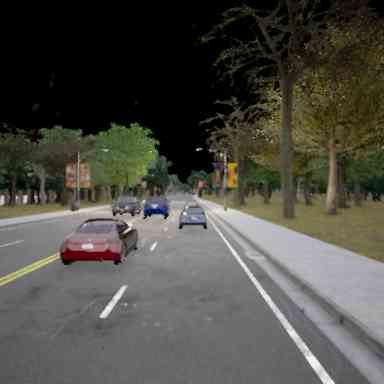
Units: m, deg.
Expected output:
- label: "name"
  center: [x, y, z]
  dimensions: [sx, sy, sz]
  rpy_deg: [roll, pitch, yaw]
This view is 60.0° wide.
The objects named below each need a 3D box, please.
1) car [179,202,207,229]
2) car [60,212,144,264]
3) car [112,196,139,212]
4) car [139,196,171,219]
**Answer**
- label: "car"
  center: [0.060, 1.683, 22.925]
  dimensions: [2.033, 1.411, 5.357]
  rpy_deg: [0, 0, 0]
- label: "car"
  center: [-3.161, 1.634, 12.095]
  dimensions: [1.994, 1.385, 4.181]
  rpy_deg: [0, 0, 0]
- label: "car"
  center: [-6.593, 1.423, 34.025]
  dimensions: [2.150, 2.045, 5.566]
  rpy_deg: [0, 0, 0]
- label: "car"
  center: [-3.230, 1.410, 31.284]
  dimensions: [2.150, 2.045, 5.566]
  rpy_deg: [0, 0, 0]
